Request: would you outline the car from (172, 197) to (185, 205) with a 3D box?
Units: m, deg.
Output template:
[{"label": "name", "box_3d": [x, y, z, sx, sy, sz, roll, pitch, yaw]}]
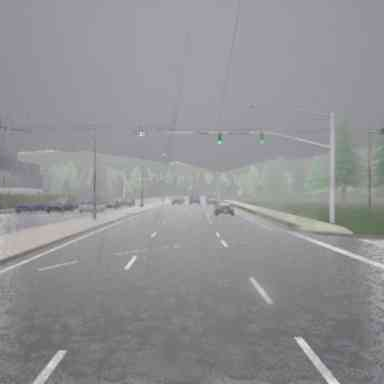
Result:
[{"label": "car", "box_3d": [-2.944, 1.787, 66.325, 1.837, 1.490, 4.892, 0, 0, 1]}]

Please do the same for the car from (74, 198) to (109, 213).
[{"label": "car", "box_3d": [-11.648, 1.758, 38.970, 1.895, 1.301, 4.718, 0, 0, 2]}]

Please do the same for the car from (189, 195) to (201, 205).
[{"label": "car", "box_3d": [0.549, 1.511, 65.980, 2.150, 2.045, 5.566, 0, 0, 1]}]

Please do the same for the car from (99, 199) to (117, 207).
[{"label": "car", "box_3d": [-14.632, 1.839, 58.429, 1.895, 1.301, 4.718, 0, 0, 1]}]

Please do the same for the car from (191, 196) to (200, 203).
[{"label": "car", "box_3d": [0.783, 1.738, 76.339, 1.882, 1.535, 5.008, 0, 0, 1]}]

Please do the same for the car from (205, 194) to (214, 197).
[{"label": "car", "box_3d": [4.283, 1.488, 76.283, 2.150, 2.045, 5.566, 0, 0, 1]}]

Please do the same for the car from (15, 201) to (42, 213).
[{"label": "car", "box_3d": [-18.641, 1.750, 38.971, 1.895, 1.301, 4.718, 0, 0, 2]}]

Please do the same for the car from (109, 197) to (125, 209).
[{"label": "car", "box_3d": [-11.384, 1.759, 47.611, 1.994, 1.385, 4.181, 0, 0, 1]}]

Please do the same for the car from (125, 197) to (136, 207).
[{"label": "car", "box_3d": [-11.149, 1.591, 57.628, 2.097, 1.767, 4.553, 0, 0, 1]}]

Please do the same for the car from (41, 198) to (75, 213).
[{"label": "car", "box_3d": [-15.157, 1.752, 38.677, 1.895, 1.301, 4.718, 0, 0, 2]}]

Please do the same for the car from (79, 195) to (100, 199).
[{"label": "car", "box_3d": [-14.868, 1.415, 48.338, 2.150, 2.045, 5.566, 0, 0, 1]}]

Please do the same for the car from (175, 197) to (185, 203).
[{"label": "car", "box_3d": [-2.717, 1.807, 76.388, 1.994, 1.385, 4.181, 0, 0, 1]}]

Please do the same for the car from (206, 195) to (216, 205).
[{"label": "car", "box_3d": [4.056, 1.818, 66.230, 1.812, 1.442, 4.674, 0, 0, 1]}]

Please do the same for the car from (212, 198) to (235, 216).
[{"label": "car", "box_3d": [3.322, 1.682, 34.861, 1.812, 1.442, 4.674, 0, 0, 1]}]
